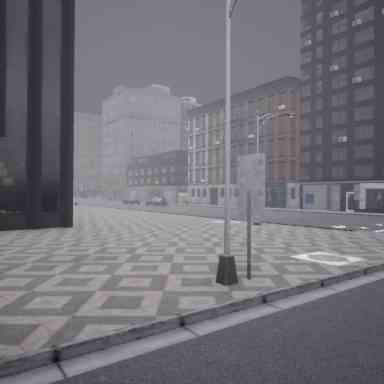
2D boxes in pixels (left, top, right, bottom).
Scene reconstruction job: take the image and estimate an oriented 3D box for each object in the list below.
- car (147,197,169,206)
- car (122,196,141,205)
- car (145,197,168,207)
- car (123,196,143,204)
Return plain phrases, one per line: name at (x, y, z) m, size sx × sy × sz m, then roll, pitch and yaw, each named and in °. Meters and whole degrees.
car at (-6.254, 1.638, 60.396) m, size 1.837 × 1.490 × 4.892 m, roll 1°, pitch 0°, yaw -36°
car at (-11.389, 1.713, 61.806) m, size 1.895 × 1.301 × 4.718 m, roll 1°, pitch 0°, yaw -36°
car at (-5.939, 1.624, 54.267) m, size 1.812 × 1.442 × 4.674 m, roll 1°, pitch 0°, yaw -36°
car at (-12.319, 1.639, 68.853) m, size 2.128 × 1.511 × 4.902 m, roll 1°, pitch 0°, yaw -36°
